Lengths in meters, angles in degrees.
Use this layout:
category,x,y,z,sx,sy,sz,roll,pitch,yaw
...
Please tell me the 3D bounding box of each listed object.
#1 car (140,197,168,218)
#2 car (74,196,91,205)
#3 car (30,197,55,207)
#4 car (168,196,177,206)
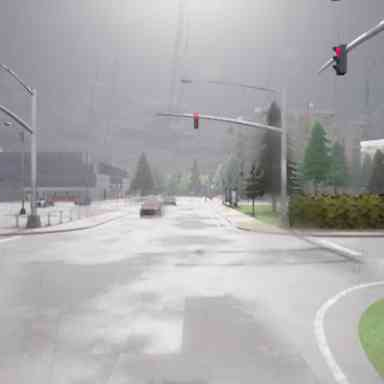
category,x,y,z,sx,sy,sz,roll,pitch,yaw
car,-3.581,1.467,30.494,1.882,1.535,5.008,0,0,0
car,-17.425,1.356,53.076,1.845,1.501,3.633,0,0,0
car,-20.482,1.369,45.687,1.970,1.475,3.806,0,0,0
car,-3.499,1.489,53.119,1.837,1.490,4.892,0,-1,1
